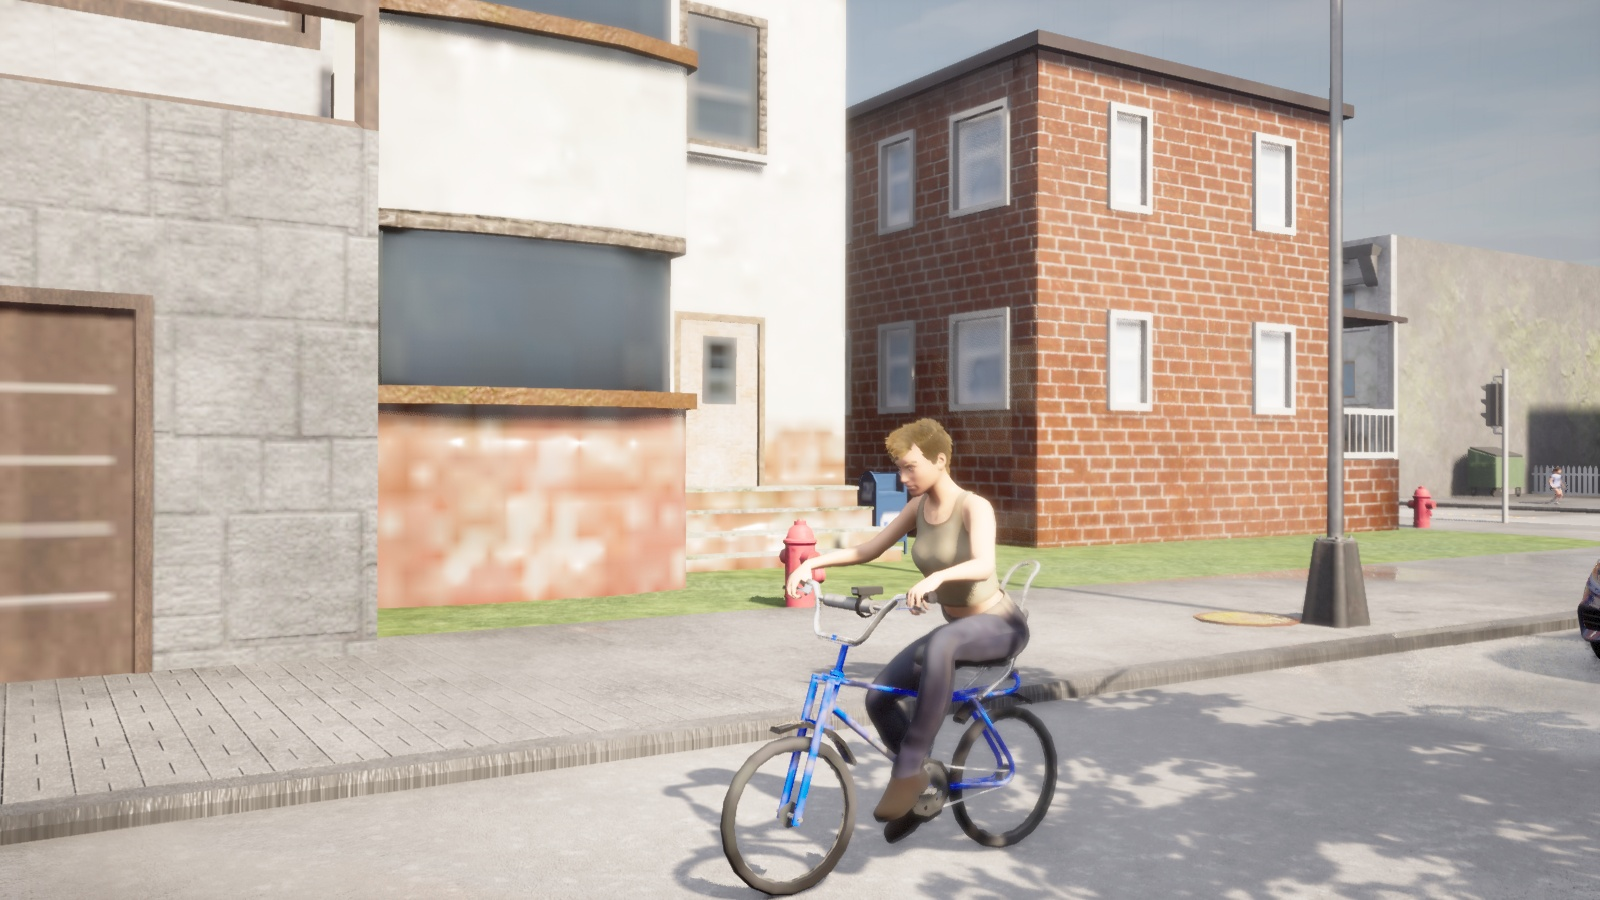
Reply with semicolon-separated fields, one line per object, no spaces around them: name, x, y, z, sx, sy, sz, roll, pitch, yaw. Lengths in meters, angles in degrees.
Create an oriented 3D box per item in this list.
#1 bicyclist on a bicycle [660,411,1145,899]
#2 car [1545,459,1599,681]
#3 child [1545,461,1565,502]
bicyclist on a bicycle;0.376;0.691;4.489;1.509;1.612;0.866;0;0;-33
car;7.530;0.776;8.836;4.674;1.442;1.812;0;0;-29
child;21.070;0.876;35.041;0.255;1.110;0.394;0;0;-19
